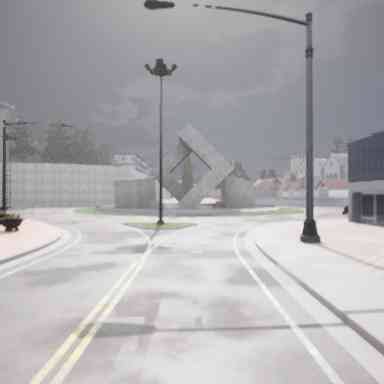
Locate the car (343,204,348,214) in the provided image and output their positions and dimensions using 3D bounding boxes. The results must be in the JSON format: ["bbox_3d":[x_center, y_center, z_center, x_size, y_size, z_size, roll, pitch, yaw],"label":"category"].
[{"bbox_3d":[20.150,2.013,41.650,1.994,1.385,4.181,0,-1,30],"label":"car"}]
